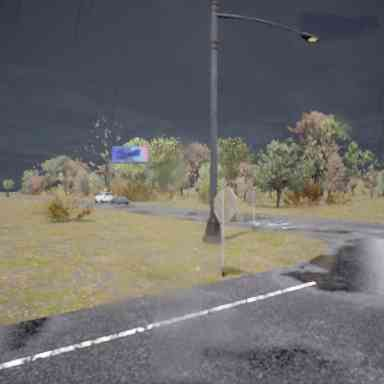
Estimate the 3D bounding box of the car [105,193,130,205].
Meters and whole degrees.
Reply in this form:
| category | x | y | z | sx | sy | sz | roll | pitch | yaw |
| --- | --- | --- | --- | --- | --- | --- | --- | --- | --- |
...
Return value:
| category | x | y | z | sx | sy | sz | roll | pitch | yaw |
| --- | --- | --- | --- | --- | --- | --- | --- | --- | --- |
| car | -12.078 | 1.403 | 55.178 | 2.033 | 1.411 | 5.357 | 0 | 0 | -33 |

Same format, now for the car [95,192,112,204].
| category | x | y | z | sx | sy | sz | roll | pitch | yaw |
| --- | --- | --- | --- | --- | --- | --- | --- | --- | --- |
| car | -16.092 | 1.063 | 61.113 | 2.150 | 2.045 | 5.566 | 0 | 0 | -34 |
